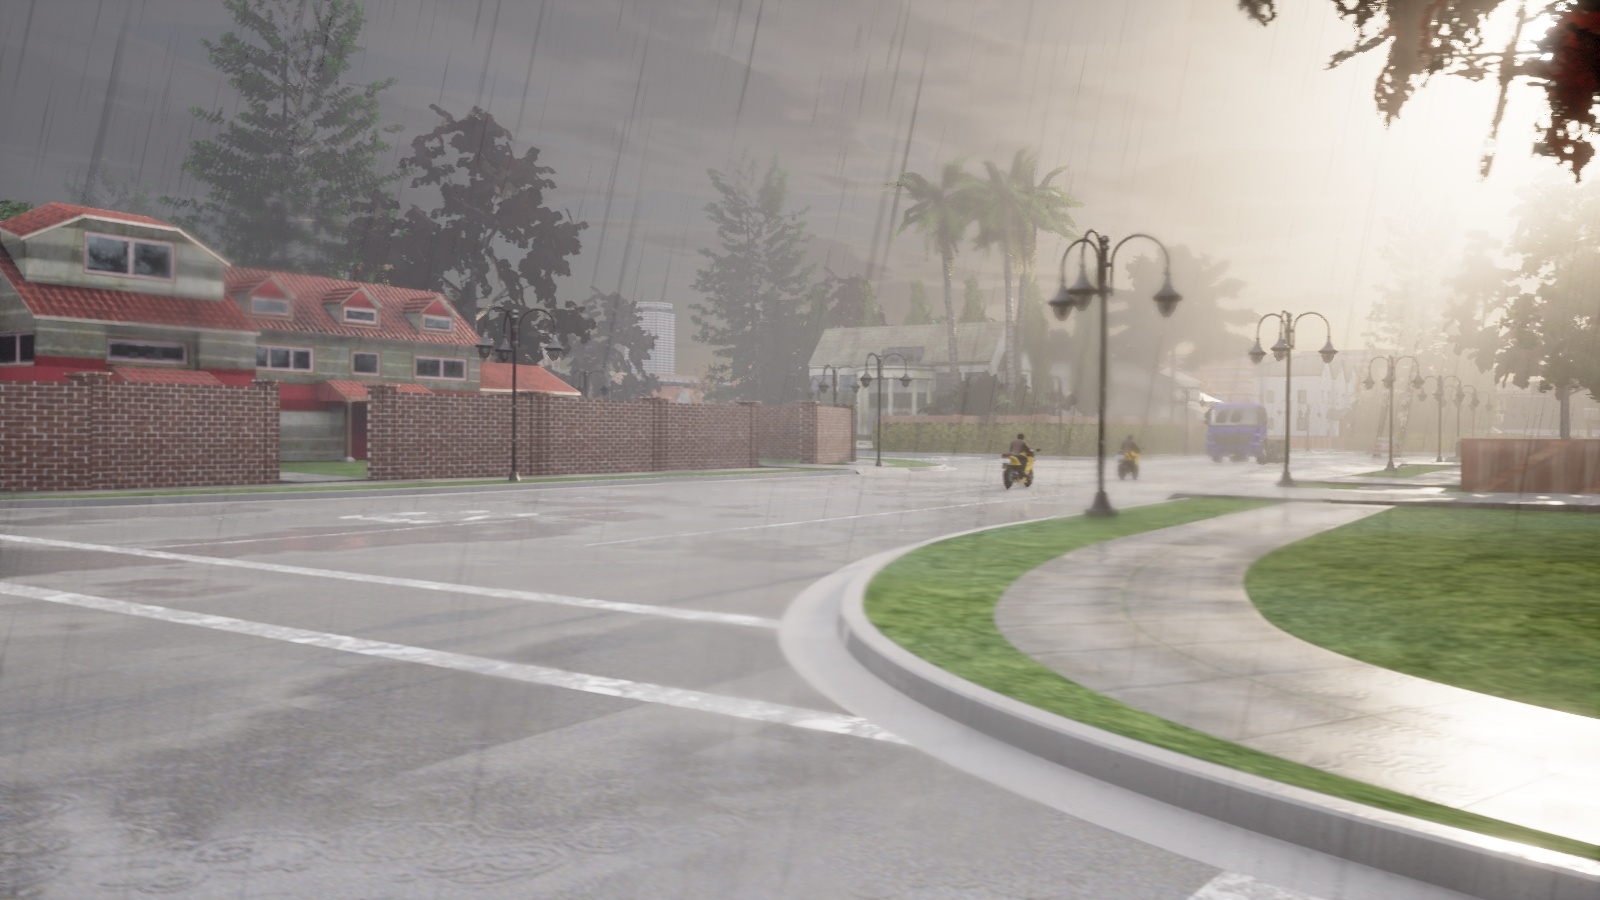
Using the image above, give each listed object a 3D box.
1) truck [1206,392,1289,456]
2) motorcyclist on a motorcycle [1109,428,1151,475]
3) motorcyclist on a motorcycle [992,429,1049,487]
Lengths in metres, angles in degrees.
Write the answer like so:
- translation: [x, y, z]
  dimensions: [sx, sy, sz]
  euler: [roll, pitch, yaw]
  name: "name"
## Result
- translation: [25.908, -1.474, 72.458]
  dimensions: [2.891, 3.462, 7.936]
  euler: [0, 1, 32]
  name: "truck"
- translation: [11.106, 0.037, 42.222]
  dimensions: [0.797, 1.523, 2.044]
  euler: [0, 1, 32]
  name: "motorcyclist on a motorcycle"
- translation: [5.986, 0.195, 34.044]
  dimensions: [0.797, 1.523, 2.044]
  euler: [0, 1, 32]
  name: "motorcyclist on a motorcycle"
